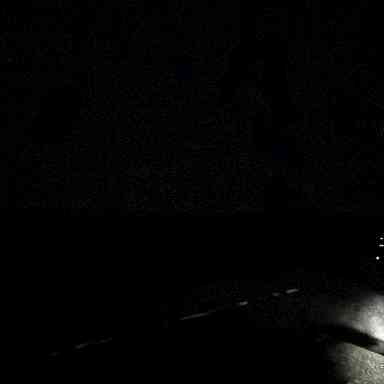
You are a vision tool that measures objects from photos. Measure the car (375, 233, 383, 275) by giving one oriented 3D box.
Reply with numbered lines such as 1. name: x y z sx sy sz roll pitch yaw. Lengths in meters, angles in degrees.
1. car: 7.334 1.279 9.147 5.566 2.045 2.150 1 0 -35
